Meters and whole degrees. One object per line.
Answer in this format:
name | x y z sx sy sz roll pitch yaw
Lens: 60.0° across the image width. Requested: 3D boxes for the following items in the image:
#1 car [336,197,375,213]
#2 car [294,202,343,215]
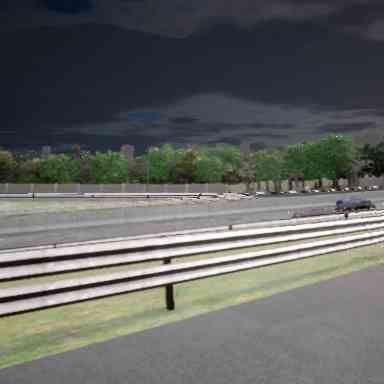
car | 18.635 1.665 37.994 4.718 1.301 1.895 -3 2 -25
car | 11.389 1.978 30.786 4.181 1.385 1.994 -3 2 -25
